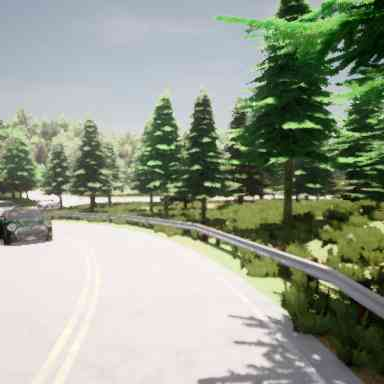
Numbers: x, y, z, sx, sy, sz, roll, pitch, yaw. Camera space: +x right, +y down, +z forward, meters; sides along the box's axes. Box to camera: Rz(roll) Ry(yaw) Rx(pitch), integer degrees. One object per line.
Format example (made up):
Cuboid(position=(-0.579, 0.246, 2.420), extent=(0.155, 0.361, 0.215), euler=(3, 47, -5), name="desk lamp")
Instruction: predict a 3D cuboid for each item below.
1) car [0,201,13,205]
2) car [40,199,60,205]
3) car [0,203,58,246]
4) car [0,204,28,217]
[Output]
Cuboid(position=(-18.250, 1.883, 30.915), extent=(5.566, 2.045, 2.150), euler=(-3, 1, 42), name="car")
Cuboid(position=(-24.581, 1.946, 57.362), extent=(1.812, 1.442, 4.674), euler=(1, 3, 20), name="car")
Cuboid(position=(-8.857, 1.656, 17.423), extent=(2.097, 1.767, 4.553), euler=(-4, 0, -37), name="car")
Cuboid(position=(-24.262, 2.424, 44.491), extent=(2.033, 1.411, 5.357), euler=(0, 1, 0), name="car")
